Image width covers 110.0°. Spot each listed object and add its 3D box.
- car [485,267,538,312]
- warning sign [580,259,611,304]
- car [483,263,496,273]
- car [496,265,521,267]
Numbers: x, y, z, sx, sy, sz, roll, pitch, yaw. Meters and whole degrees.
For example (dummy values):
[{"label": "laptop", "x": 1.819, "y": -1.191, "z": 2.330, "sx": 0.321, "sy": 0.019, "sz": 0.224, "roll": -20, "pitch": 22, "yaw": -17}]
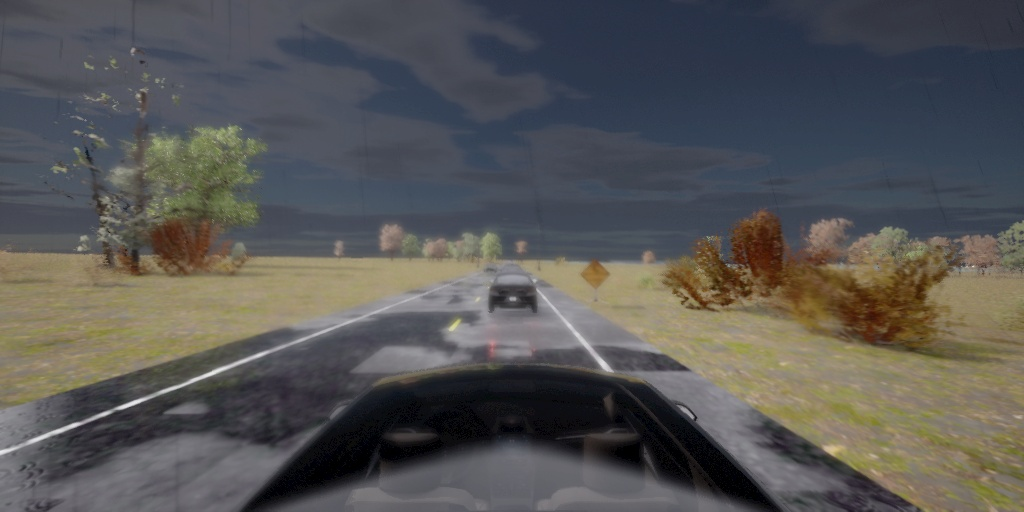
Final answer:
[{"label": "car", "x": 0.052, "y": 1.416, "z": 15.302, "sx": 1.882, "sy": 1.535, "sz": 5.008, "roll": 0, "pitch": -1, "yaw": 0}, {"label": "warning sign", "x": 3.547, "y": 1.053, "z": 15.211, "sx": 1.300, "sy": 1.860, "sz": 1.060, "roll": 0, "pitch": 0, "yaw": 0}, {"label": "car", "x": -3.567, "y": 1.910, "z": 59.413, "sx": 2.097, "sy": 1.767, "sz": 4.553, "roll": 0, "pitch": -1, "yaw": 0}, {"label": "car", "x": 0.041, "y": 1.482, "z": 29.027, "sx": 2.097, "sy": 1.767, "sz": 4.553, "roll": 0, "pitch": -1, "yaw": 0}]
